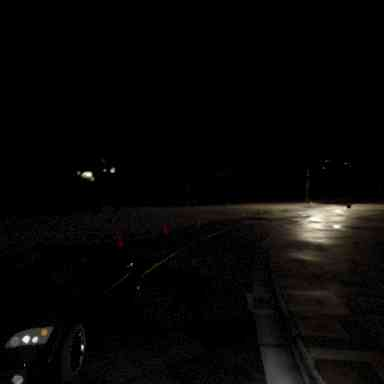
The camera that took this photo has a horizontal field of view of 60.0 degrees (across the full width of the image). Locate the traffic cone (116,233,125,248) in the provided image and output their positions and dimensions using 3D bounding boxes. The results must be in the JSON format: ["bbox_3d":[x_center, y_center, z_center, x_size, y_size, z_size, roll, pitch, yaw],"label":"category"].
[{"bbox_3d":[-3.062,2.051,14.182,0.340,0.580,0.340,0,0,15],"label":"traffic cone"}]

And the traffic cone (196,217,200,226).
[{"bbox_3d":[0.450,2.118,24.026,0.340,0.580,0.340,0,0,25],"label":"traffic cone"}]

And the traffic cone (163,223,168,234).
[{"bbox_3d":[-1.518,2.085,19.180,0.340,0.580,0.340,0,0,20],"label":"traffic cone"}]

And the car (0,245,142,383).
[{"bbox_3d":[-2.219,1.603,5.416,1.994,1.385,4.181,0,-1,7],"label":"car"}]
